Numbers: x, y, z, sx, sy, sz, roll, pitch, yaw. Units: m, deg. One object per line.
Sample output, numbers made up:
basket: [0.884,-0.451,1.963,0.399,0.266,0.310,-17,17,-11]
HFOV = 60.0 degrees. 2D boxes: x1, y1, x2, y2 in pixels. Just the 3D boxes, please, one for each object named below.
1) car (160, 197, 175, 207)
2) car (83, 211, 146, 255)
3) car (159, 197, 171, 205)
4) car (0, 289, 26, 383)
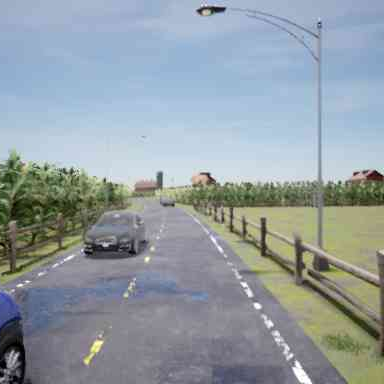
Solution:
car: [-4.110,1.866,58.788,1.994,1.385,4.181,0,0,-8]
car: [-2.994,1.589,13.697,1.837,1.490,4.892,0,-1,-2]
car: [-5.603,1.803,68.735,2.033,1.411,5.357,0,0,-9]
car: [-2.901,1.367,1.834,2.097,1.767,4.553,0,0,-1]
